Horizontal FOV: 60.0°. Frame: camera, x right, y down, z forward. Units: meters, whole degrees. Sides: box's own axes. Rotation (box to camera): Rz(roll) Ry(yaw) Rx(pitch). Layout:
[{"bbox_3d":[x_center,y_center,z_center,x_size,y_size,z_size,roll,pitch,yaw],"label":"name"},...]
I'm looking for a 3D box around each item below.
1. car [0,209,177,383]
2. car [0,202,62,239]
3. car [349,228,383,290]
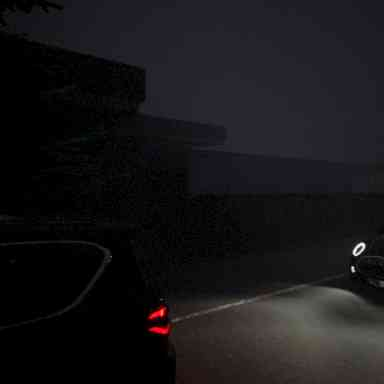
[{"bbox_3d":[-2.734,1.226,2.051,5.566,2.045,2.150,0,0,-35],"label":"car"},{"bbox_3d":[-9.581,1.461,17.587,4.611,1.667,2.242,0,0,-36],"label":"car"},{"bbox_3d":[5.846,1.318,8.126,4.553,1.767,2.097,0,0,-35],"label":"car"}]
